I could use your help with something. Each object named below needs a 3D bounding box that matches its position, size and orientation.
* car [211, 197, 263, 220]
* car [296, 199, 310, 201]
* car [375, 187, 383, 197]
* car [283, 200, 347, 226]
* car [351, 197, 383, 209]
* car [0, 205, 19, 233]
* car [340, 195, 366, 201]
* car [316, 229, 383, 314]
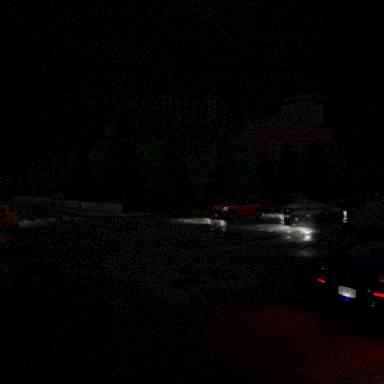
[{"bbox_3d":[3.842,1.334,28.279,4.553,1.767,2.097,0,0,-34],"label":"car"},{"bbox_3d":[11.137,1.470,33.356,4.674,1.442,1.812,-1,1,-35],"label":"car"},{"bbox_3d":[26.760,0.096,44.394,5.566,2.045,2.150,-7,4,-35],"label":"car"},{"bbox_3d":[8.767,1.503,23.124,4.674,1.442,1.812,0,0,-35],"label":"car"},{"bbox_3d":[15.818,1.457,28.101,4.674,1.442,1.812,-1,1,-35],"label":"car"},{"bbox_3d":[-11.223,1.475,19.177,1.882,1.535,5.008,0,0,-22],"label":"car"},{"bbox_3d":[18.488,1.110,38.574,5.008,1.535,1.882,-4,2,-35],"label":"car"},{"bbox_3d":[4.494,1.519,6.965,4.674,1.442,1.812,0,0,-36],"label":"car"}]
